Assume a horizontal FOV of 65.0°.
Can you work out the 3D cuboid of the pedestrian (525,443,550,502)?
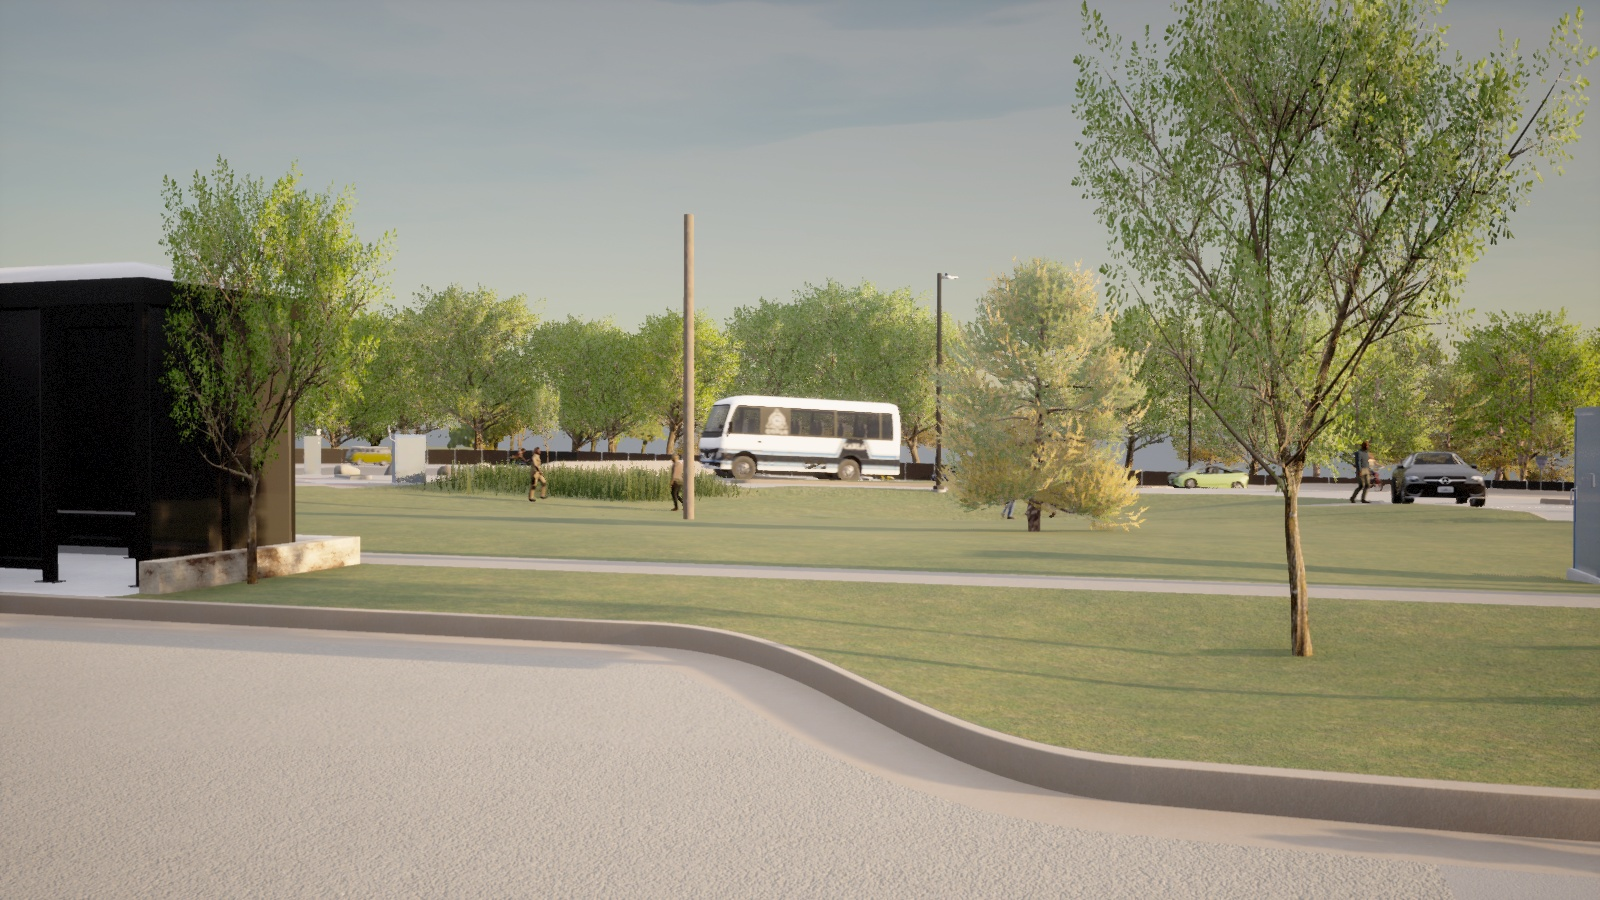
[{"bbox_3d":[-8.721,0.734,41.712,0.692,1.930,0.396,1,1,12],"label":"pedestrian"}]

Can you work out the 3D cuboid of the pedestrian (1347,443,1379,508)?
[{"bbox_3d":[16.030,0.722,35.756,0.370,1.835,0.726,0,1,-29],"label":"pedestrian"}]

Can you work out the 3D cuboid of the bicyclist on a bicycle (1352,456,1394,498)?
[{"bbox_3d":[22.989,1.074,50.418,0.866,1.612,1.509,2,-1,-6],"label":"bicyclist on a bicycle"}]

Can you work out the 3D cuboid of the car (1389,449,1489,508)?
[{"bbox_3d":[19.162,0.847,37.876,2.152,1.651,5.027,0,-1,20],"label":"car"}]

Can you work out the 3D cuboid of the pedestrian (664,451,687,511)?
[{"bbox_3d":[-3.916,0.974,39.627,0.634,1.846,0.331,1,1,17],"label":"pedestrian"}]

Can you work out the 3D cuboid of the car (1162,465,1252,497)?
[{"bbox_3d":[23.720,1.802,73.281,4.514,1.525,2.007,4,-2,-5],"label":"car"}]

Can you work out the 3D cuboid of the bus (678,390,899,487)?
[{"bbox_3d":[-0.575,-0.525,63.485,10.273,4.253,3.944,3,0,-22],"label":"bus"}]
